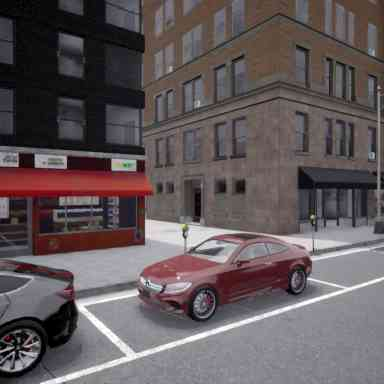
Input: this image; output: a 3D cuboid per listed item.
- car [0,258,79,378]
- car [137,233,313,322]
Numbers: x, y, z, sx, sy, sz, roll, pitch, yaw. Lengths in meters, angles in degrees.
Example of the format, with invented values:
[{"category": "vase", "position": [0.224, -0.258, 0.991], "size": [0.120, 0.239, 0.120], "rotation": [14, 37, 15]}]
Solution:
[{"category": "car", "position": [-3.597, 1.566, 3.969], "size": [4.313, 1.339, 1.947], "rotation": [0, 0, -35]}, {"category": "car", "position": [0.884, 1.582, 7.160], "size": [4.206, 1.307, 1.802], "rotation": [0, 0, -35]}]
